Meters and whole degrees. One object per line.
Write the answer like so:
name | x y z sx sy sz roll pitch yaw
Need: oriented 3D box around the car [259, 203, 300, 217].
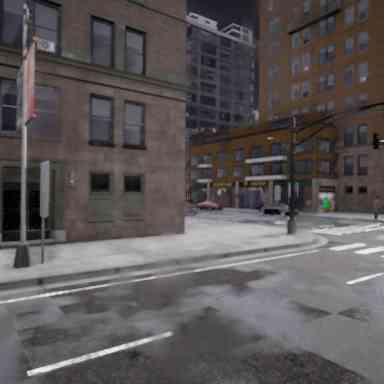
car | 8.554 1.728 32.844 1.947 1.339 4.313 1 0 -35

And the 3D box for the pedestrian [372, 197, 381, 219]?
pedestrian | 15.497 1.333 27.991 0.375 1.860 0.375 1 0 -35

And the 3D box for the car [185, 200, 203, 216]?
car | -1.179 1.524 32.723 1.967 1.590 4.097 1 0 -35

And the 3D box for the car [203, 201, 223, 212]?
car | 2.200 1.743 41.851 1.802 1.307 4.206 1 0 -35

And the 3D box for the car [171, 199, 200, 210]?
car | -0.977 1.728 46.354 1.947 1.339 4.313 1 0 -35
